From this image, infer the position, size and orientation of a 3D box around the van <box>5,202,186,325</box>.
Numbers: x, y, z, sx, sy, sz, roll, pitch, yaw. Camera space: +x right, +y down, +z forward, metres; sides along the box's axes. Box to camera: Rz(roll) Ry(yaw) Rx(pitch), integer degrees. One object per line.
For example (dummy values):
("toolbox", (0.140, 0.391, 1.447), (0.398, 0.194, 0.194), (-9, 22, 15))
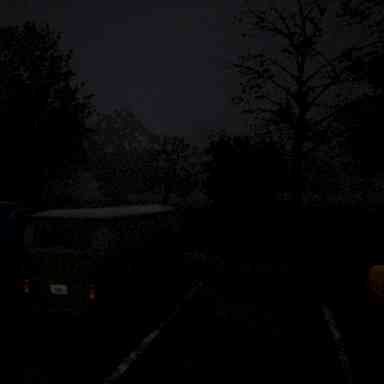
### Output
("van", (-1.482, 1.281, 7.264), (1.878, 1.987, 4.442), (0, -1, 16))

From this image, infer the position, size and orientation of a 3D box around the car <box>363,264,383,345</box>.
("car", (3.281, 1.477, 3.534), (1.946, 1.575, 5.366), (0, -1, 15))

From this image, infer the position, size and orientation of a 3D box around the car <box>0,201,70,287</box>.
("car", (-3.910, 1.263, 8.900), (2.435, 2.045, 5.566), (0, -1, 15))
